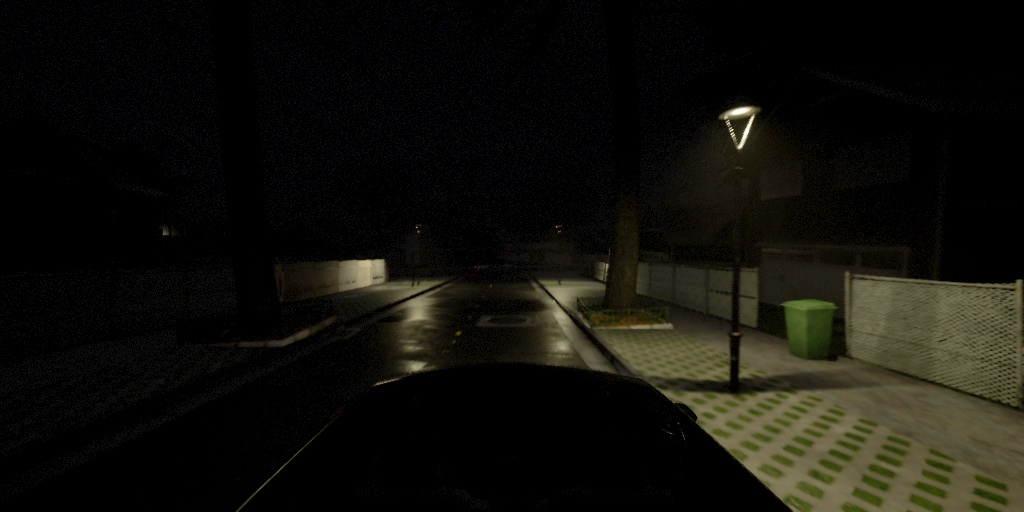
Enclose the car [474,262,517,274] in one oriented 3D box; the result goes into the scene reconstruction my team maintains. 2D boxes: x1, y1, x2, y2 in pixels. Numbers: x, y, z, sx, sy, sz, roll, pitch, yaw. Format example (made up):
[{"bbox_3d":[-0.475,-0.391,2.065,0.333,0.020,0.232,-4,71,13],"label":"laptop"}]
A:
[{"bbox_3d":[-1.821,1.287,41.322,4.718,1.301,1.895,0,0,-26],"label":"car"}]
